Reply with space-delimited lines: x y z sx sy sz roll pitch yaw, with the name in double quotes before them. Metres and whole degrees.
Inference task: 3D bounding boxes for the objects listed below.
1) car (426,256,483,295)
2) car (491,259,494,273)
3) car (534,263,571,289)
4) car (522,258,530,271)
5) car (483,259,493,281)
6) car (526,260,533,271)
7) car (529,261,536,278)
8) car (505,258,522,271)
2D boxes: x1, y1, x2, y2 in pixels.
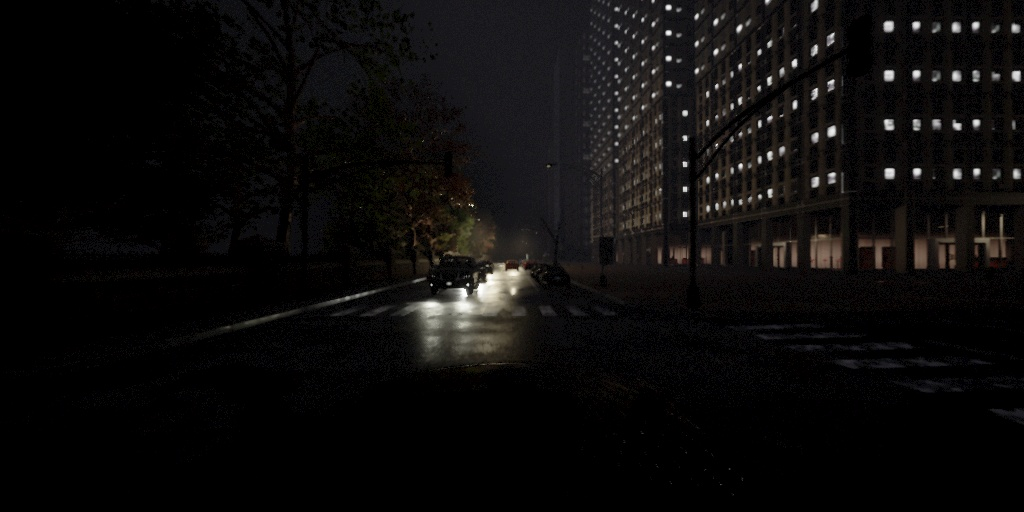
"car" -3.098 0.997 20.431 2.150 2.045 5.566 0 0 0
"car" -3.080 1.315 41.157 1.837 1.490 4.892 0 0 0
"car" 2.693 1.346 23.223 1.948 1.339 4.313 0 0 0
"car" 2.701 1.377 51.386 1.888 1.381 4.507 0 0 0
"car" -3.094 1.283 30.732 2.128 1.511 4.902 0 0 0
"car" 2.697 1.364 34.488 1.948 1.339 4.313 0 0 0
"car" 2.695 1.354 28.856 1.948 1.339 4.313 0 0 0
"car" 0.010 1.306 49.678 1.882 1.535 5.008 0 0 0
